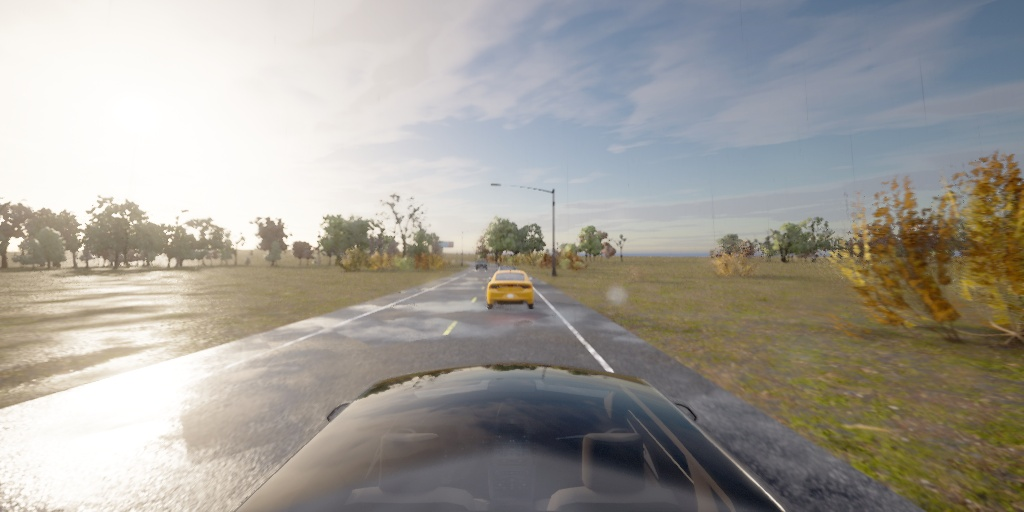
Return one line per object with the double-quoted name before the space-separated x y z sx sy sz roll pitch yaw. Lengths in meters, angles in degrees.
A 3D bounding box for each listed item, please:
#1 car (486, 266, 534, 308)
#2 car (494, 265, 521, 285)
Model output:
"car" -0.071 1.381 16.124 1.882 1.535 5.008 0 0 0
"car" -0.383 1.547 30.416 2.128 1.511 4.902 0 0 -1
